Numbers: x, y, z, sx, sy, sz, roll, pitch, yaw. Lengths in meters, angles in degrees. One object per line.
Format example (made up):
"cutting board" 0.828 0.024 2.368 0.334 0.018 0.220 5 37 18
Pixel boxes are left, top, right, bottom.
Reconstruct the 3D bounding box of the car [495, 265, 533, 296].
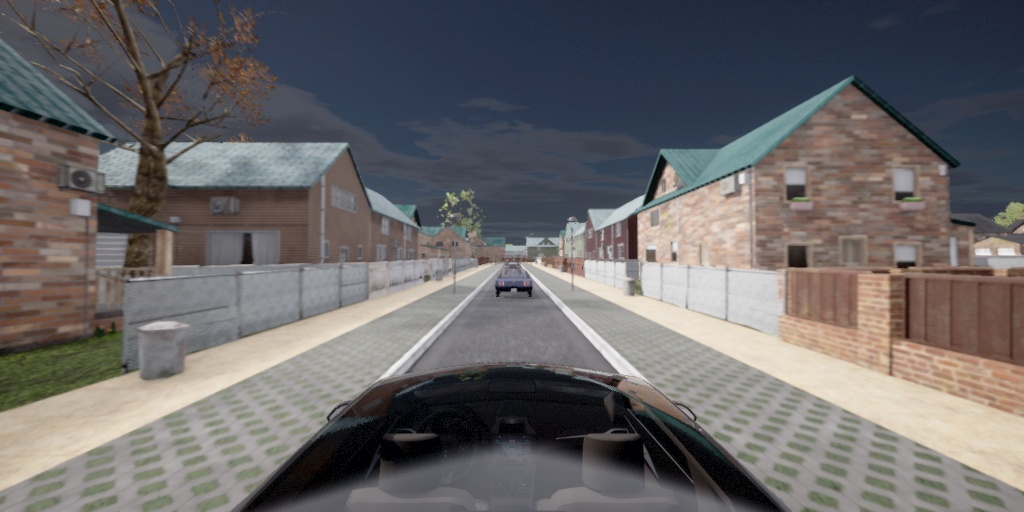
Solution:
"car" 0.099 1.350 19.294 1.895 1.301 4.718 0 0 0

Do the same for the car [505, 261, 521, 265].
"car" 0.107 1.276 41.665 1.812 1.442 4.674 0 0 0
